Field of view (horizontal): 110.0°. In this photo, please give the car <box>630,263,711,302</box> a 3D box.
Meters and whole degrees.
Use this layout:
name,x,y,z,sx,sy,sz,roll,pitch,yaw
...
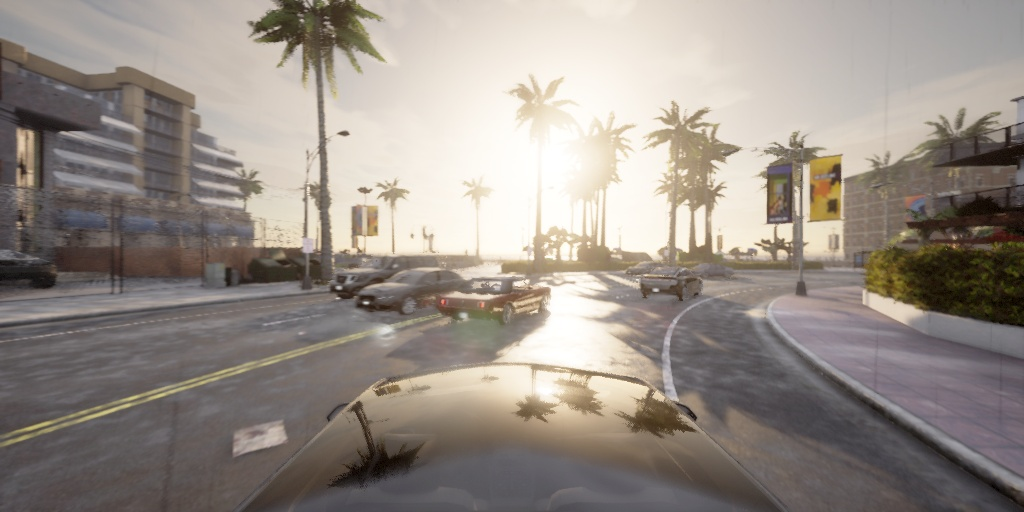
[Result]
name,x,y,z,sx,sy,sz,roll,pitch,yaw
car,7.882,1.280,17.575,2.128,1.511,4.902,0,0,40

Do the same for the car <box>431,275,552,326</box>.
name,x,y,z,sx,sy,sz,roll,pitch,yaw
car,-0.304,1.345,11.819,1.895,1.301,4.718,0,0,27

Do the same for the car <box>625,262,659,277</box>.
name,x,y,z,sx,sy,sz,roll,pitch,yaw
car,13.268,1.318,35.063,4.892,1.490,1.837,1,0,-28

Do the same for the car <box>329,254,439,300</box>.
name,x,y,z,sx,sy,sz,roll,pitch,yaw
car,-5.626,0.933,16.914,2.150,2.045,5.566,0,0,30

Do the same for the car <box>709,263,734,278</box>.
name,x,y,z,sx,sy,sz,roll,pitch,yaw
car,18.519,1.391,33.863,5.357,1.411,2.033,0,0,-24

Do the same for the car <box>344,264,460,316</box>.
name,x,y,z,sx,sy,sz,roll,pitch,yaw
car,-3.463,1.230,13.461,1.837,1.490,4.892,0,0,28
